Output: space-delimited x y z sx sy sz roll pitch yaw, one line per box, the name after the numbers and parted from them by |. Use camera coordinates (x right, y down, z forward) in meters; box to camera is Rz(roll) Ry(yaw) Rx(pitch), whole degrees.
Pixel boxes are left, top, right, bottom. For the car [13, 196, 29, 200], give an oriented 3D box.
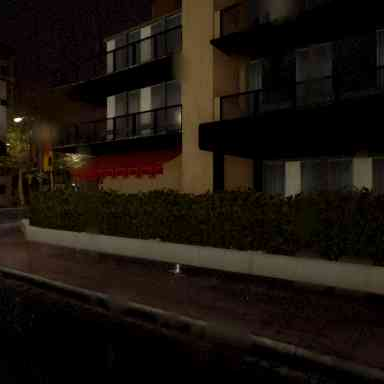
-36.130 1.481 67.937 4.892 1.521 2.231 0 0 36 | car
